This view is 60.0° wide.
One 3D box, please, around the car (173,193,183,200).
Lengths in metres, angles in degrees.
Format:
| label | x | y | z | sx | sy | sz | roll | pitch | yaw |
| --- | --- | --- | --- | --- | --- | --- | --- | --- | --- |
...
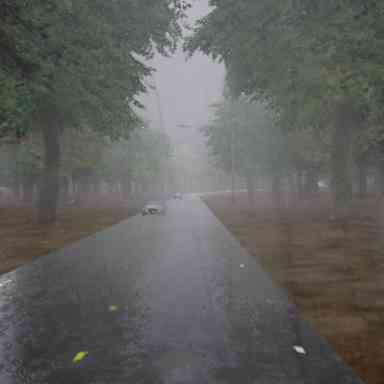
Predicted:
| label | x | y | z | sx | sy | sz | roll | pitch | yaw |
| --- | --- | --- | --- | --- | --- | --- | --- | --- | --- |
| car | -2.988 | 0.871 | 69.783 | 1.882 | 1.535 | 5.008 | 0 | 1 | 0 |

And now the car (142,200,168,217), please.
| label | x | y | z | sx | sy | sz | roll | pitch | yaw |
| --- | --- | --- | --- | --- | --- | --- | --- | --- | --- |
| car | -3.093 | 1.377 | 28.545 | 1.994 | 1.385 | 4.181 | 0 | 0 | 0 |
